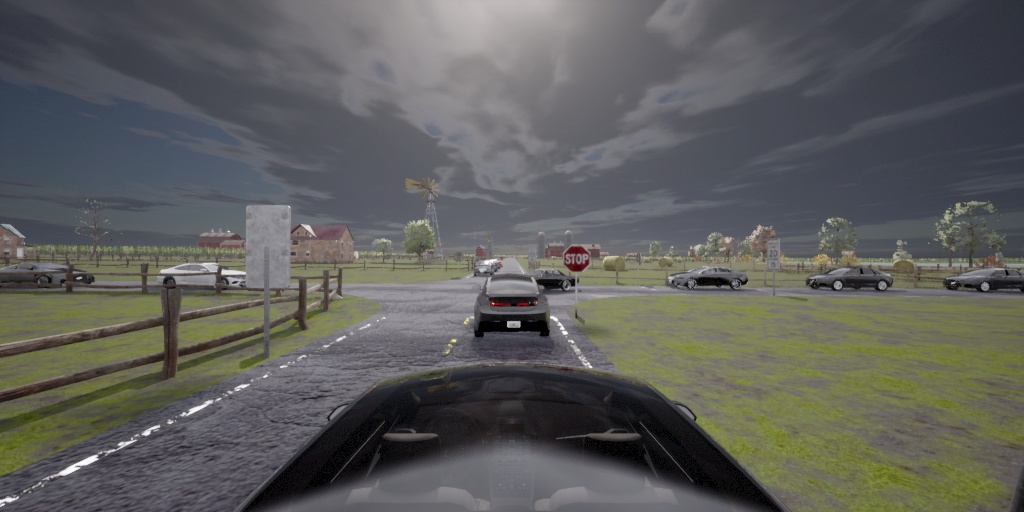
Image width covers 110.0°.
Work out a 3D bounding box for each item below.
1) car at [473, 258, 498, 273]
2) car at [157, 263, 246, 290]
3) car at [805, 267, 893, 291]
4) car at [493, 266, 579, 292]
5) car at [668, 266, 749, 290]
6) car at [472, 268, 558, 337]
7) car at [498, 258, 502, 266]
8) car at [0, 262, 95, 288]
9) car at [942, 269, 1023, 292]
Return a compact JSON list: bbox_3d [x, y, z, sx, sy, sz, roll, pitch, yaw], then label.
[{"bbox_3d":[-2.840,1.243,36.985,2.128,1.511,4.902,0,0,0],"label":"car"},{"bbox_3d":[-17.233,1.104,20.263,4.674,1.442,1.812,1,-1,-1],"label":"car"},{"bbox_3d":[22.212,1.500,23.730,4.892,1.490,1.837,1,-1,-1],"label":"car"},{"bbox_3d":[1.510,1.369,20.342,4.718,1.301,1.895,1,0,-35],"label":"car"},{"bbox_3d":[12.810,1.397,23.565,4.902,1.511,2.128,1,-1,-2],"label":"car"},{"bbox_3d":[-0.069,1.256,10.297,1.837,1.490,4.892,0,0,-3],"label":"car"},{"bbox_3d":[-2.827,1.242,46.431,2.128,1.511,4.902,0,0,0],"label":"car"},{"bbox_3d":[-26.353,1.048,20.146,4.181,1.385,1.994,1,-1,-1],"label":"car"},{"bbox_3d":[31.715,1.587,23.846,4.892,1.490,1.837,1,-1,-1],"label":"car"}]
